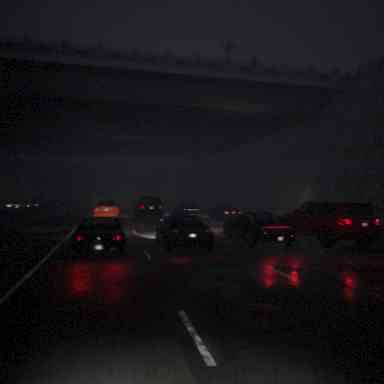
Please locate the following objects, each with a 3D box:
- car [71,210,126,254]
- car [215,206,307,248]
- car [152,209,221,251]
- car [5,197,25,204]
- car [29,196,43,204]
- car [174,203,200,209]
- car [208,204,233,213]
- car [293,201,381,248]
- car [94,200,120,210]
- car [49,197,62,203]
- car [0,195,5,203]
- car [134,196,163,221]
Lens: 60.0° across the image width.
[{"bbox_3d":[-3.788,1.656,13.860,1.895,1.301,4.718,1,0,-13],"label":"car"},{"bbox_3d":[2.979,1.651,15.671,2.128,1.511,4.902,1,0,-13],"label":"car"},{"bbox_3d":[-0.432,1.672,14.886,1.994,1.385,4.181,1,0,-13],"label":"car"},{"bbox_3d":[-33.733,1.631,63.931,1.895,1.301,4.718,1,0,-13],"label":"car"},{"bbox_3d":[-30.334,1.565,64.771,1.882,1.535,5.008,1,0,-13],"label":"car"},{"bbox_3d":[-0.511,1.715,30.256,2.128,1.511,4.902,1,0,-13],"label":"car"},{"bbox_3d":[2.959,1.820,30.777,2.033,1.411,5.357,1,0,-13],"label":"car"},{"bbox_3d":[6.446,1.425,16.226,2.150,2.045,5.566,1,0,-13],"label":"car"},{"bbox_3d":[-7.269,1.469,28.426,2.097,1.767,4.553,1,-1,-13],"label":"car"},{"bbox_3d":[-26.924,1.733,65.552,1.895,1.301,4.718,1,0,-13],"label":"car"},{"bbox_3d":[-37.148,1.340,63.181,2.097,1.767,4.553,1,0,-13],"label":"car"},{"bbox_3d":[-3.853,1.387,29.187,2.150,2.045,5.566,1,0,-13],"label":"car"}]
